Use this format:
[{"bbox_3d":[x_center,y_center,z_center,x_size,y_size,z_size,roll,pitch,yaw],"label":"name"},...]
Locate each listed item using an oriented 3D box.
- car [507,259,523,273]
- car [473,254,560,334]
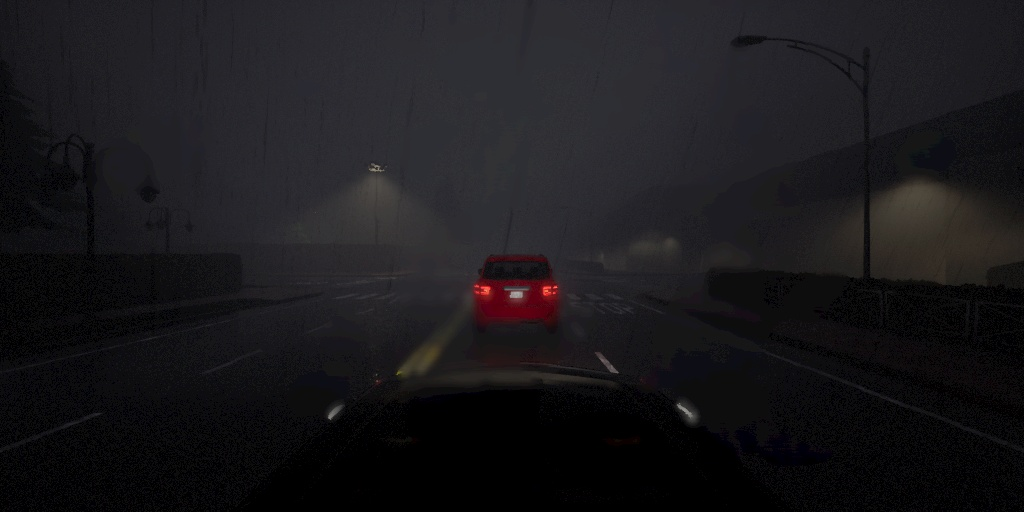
[{"bbox_3d":[0.363,1.228,45.656,1.882,1.535,5.008,0,0,1],"label":"car"},{"bbox_3d":[0.123,0.971,10.806,2.150,2.045,5.566,0,0,0],"label":"car"}]
